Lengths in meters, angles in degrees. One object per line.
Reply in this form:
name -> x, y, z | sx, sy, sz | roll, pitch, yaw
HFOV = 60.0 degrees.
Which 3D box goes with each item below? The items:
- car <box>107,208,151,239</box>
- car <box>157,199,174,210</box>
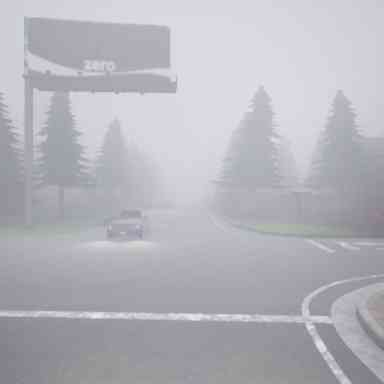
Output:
car -> -3.452, 1.673, 18.860 | 1.812, 1.442, 4.674 | 0, 3, 0
car -> -3.387, 1.636, 43.806 | 2.033, 1.411, 5.357 | 0, 0, 0
